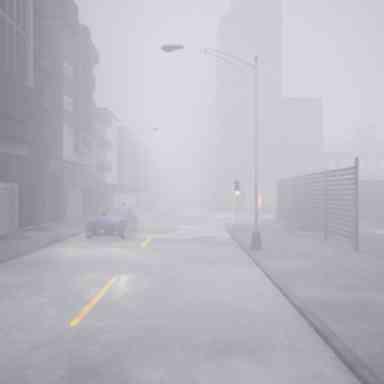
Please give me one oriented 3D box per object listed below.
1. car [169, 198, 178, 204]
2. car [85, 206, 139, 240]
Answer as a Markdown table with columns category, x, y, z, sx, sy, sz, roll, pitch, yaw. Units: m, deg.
| category | x | y | z | sx | sy | sz | roll | pitch | yaw |
| --- | --- | --- | --- | --- | --- | --- | --- | --- | --- |
| car | -3.942 | 1.922 | 70.601 | 2.033 | 1.411 | 5.357 | 0 | 0 | 0 |
| car | -4.044 | 1.518 | 17.462 | 1.882 | 1.535 | 5.008 | 0 | -1 | 1 |
